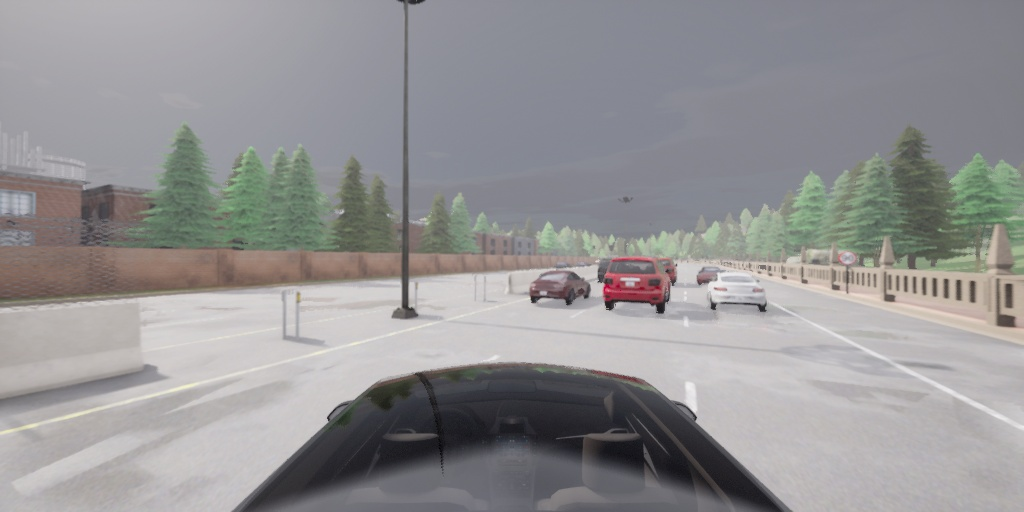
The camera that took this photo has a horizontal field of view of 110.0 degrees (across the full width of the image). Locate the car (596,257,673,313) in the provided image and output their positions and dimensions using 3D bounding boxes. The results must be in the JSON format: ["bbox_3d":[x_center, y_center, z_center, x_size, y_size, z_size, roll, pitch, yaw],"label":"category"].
[{"bbox_3d":[5.290,1.073,14.900,2.150,2.045,5.566,0,0,26],"label":"car"}]

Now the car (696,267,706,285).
[{"bbox_3d":[15.525,1.518,28.003,1.994,1.385,4.181,0,0,26],"label":"car"}]

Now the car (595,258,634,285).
[{"bbox_3d":[8.629,1.184,29.863,2.150,2.045,5.566,0,0,26],"label":"car"}]

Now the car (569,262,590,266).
[{"bbox_3d":[11.876,1.733,60.794,2.033,1.411,5.357,0,0,27],"label":"car"}]

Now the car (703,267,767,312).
[{"bbox_3d":[9.238,1.379,14.989,1.812,1.442,4.674,0,0,26],"label":"car"}]

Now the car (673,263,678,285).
[{"bbox_3d":[11.780,1.176,28.341,2.150,2.045,5.566,0,0,26],"label":"car"}]

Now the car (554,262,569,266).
[{"bbox_3d":[8.723,1.741,62.307,2.033,1.411,5.357,0,0,27],"label":"car"}]

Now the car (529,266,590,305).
[{"bbox_3d":[2.312,1.387,16.765,1.812,1.442,4.674,0,-1,26],"label":"car"}]
